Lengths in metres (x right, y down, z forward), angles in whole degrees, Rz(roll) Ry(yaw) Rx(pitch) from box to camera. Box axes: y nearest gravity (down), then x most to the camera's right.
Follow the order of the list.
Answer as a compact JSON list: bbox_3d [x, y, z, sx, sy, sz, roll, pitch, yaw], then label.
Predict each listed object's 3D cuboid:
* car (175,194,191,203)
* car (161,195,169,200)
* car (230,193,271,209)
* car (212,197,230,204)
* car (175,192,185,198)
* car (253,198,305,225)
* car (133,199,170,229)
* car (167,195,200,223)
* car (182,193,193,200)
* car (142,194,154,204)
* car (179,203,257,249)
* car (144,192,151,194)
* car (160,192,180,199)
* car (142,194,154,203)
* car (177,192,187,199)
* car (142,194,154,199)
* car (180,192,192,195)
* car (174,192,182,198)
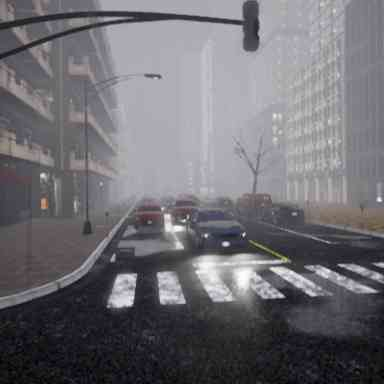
[{"bbox_3d":[-1.591,1.073,55.204,2.033,1.411,5.357,-1,0,-8],"label":"car"},{"bbox_3d":[-1.838,1.317,33.996,1.895,1.301,4.718,-1,1,-8],"label":"car"},{"bbox_3d":[4.960,1.007,26.915,2.192,1.841,5.009,-1,0,-8],"label":"car"},{"bbox_3d":[3.478,1.178,37.861,1.947,1.339,4.313,-1,0,-8],"label":"car"},{"bbox_3d":[-3.199,0.837,87.116,2.008,1.369,4.403,-1,0,-8],"label":"car"},{"bbox_3d":[5.705,1.298,21.444,1.947,1.339,4.313,-1,0,-8],"label":"car"},{"bbox_3d":[-2.599,1.396,20.320,1.887,1.381,4.507,-1,1,-8],"label":"car"},{"bbox_3d":[-0.506,1.266,24.128,1.882,1.535,5.008,-1,1,-8],"label":"car"},{"bbox_3d":[-0.973,0.953,70.698,1.947,1.339,4.313,-1,0,-8],"label":"car"},{"bbox_3d":[-7.030,1.142,52.987,1.752,1.417,4.829,-1,0,-8],"label":"car"},{"bbox_3d":[0.832,1.411,14.245,2.033,1.411,5.357,-1,1,-8],"label":"car"},{"bbox_3d":[-6.287,1.180,47.514,1.752,1.417,4.829,-1,0,-8],"label":"car"},{"bbox_3d":[-3.196,1.134,44.306,2.128,1.511,4.902,-1,1,-7],"label":"car"},{"bbox_3d":[-7.794,1.144,58.628,1.947,1.339,4.313,-1,0,-8],"label":"car"},{"bbox_3d":[-2.458,0.760,81.642,1.967,1.590,4.097,-1,0,-8],"label":"car"},{"bbox_3d":[-4.825,1.276,36.737,1.887,1.381,4.507,-1,0,-8],"label":"car"},{"bbox_3d":[-0.180,1.073,45.130,1.882,1.535,5.008,-1,1,-7],"label":"car"},{"bbox_3d":[-3.941,0.803,92.590,2.008,1.369,4.403,-1,0,-8],"label":"car"}]
